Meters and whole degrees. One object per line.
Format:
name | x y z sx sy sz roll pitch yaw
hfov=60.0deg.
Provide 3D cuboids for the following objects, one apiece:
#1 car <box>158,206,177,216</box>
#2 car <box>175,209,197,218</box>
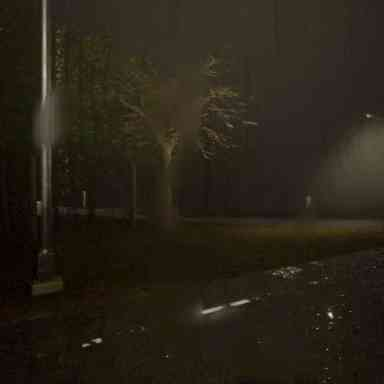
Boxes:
car | -5.111 3.993 69.302 2.150 2.045 5.566 -2 -1 -34
car | -0.804 4.187 63.090 1.994 1.385 4.181 -2 -2 -33
